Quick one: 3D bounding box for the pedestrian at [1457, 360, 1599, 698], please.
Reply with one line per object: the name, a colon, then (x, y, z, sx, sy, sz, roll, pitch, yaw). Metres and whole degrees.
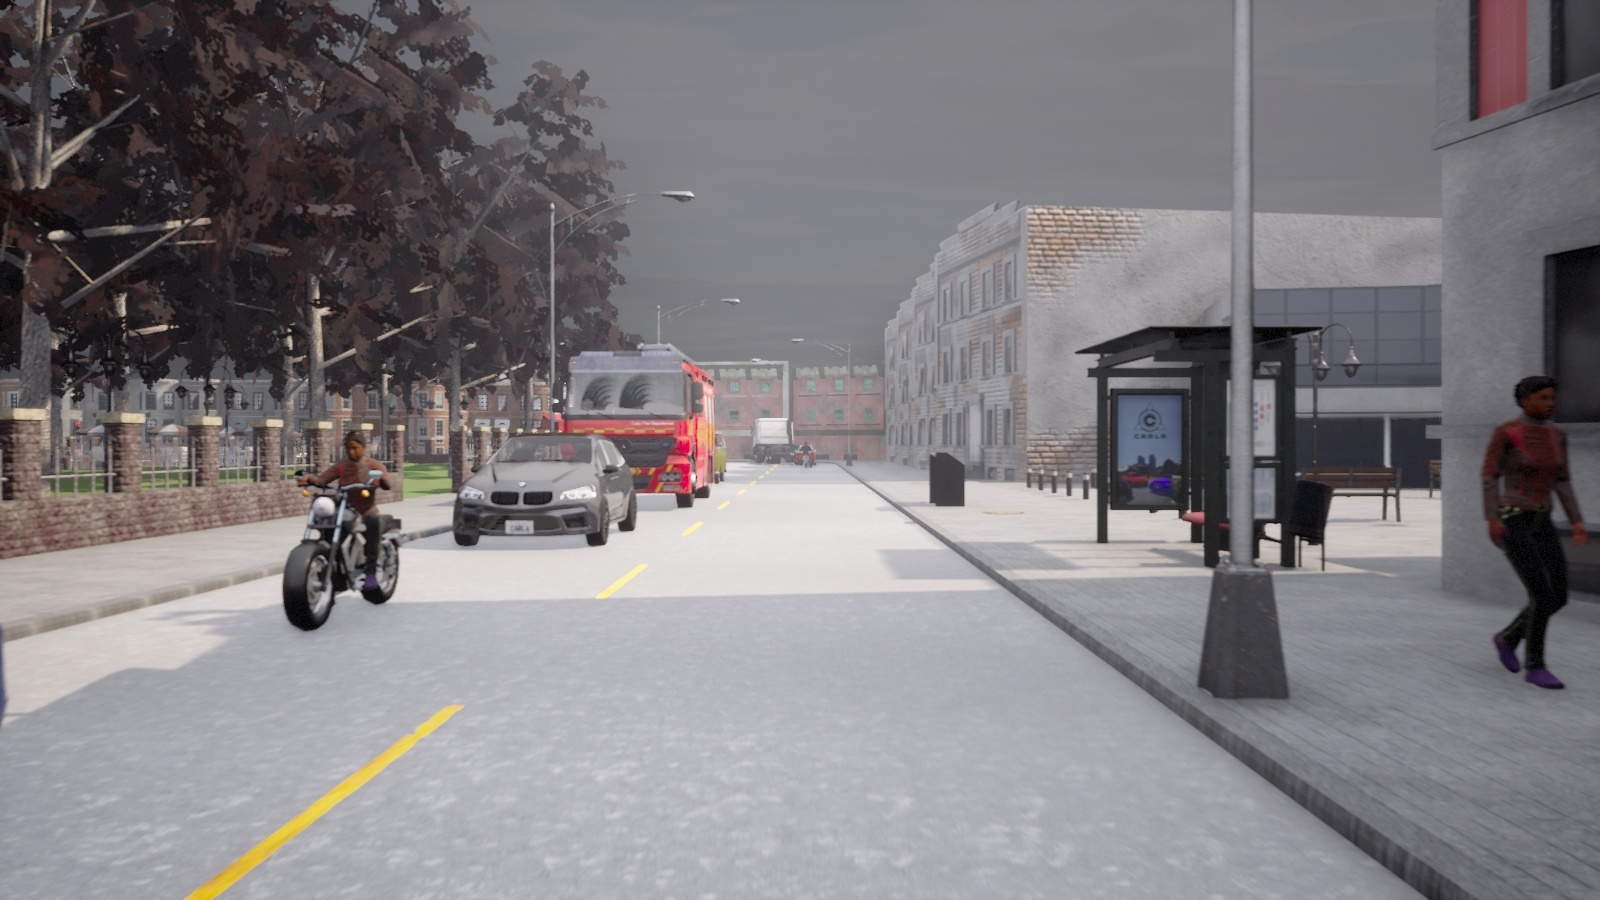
pedestrian: (4.209, 0.420, 7.171, 0.328, 1.805, 0.869, 0, 0, -11)

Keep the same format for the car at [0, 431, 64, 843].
car: (-3.957, 0.707, 2.580, 1.882, 1.535, 5.008, 0, 0, 1)

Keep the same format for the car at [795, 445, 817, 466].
car: (0.401, 0.339, 83.800, 1.481, 1.376, 2.207, 0, 1, 0)

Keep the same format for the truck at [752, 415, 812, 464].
truck: (-1.407, -0.751, 92.238, 2.891, 3.462, 7.936, 0, 0, -13)

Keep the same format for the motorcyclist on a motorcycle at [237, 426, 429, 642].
motorcyclist on a motorcycle: (-3.928, 0.634, 10.801, 0.766, 1.649, 2.350, 0, 0, 0)

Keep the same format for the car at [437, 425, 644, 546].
car: (-3.879, 0.479, 19.671, 2.242, 1.667, 4.611, 0, 0, 1)

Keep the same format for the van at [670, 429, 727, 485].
van: (-3.743, 0.237, 46.965, 1.775, 1.987, 4.442, 0, 0, 0)

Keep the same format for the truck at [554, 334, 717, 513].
truck: (-3.819, -0.593, 31.184, 2.891, 3.827, 8.468, 0, 0, 0)
